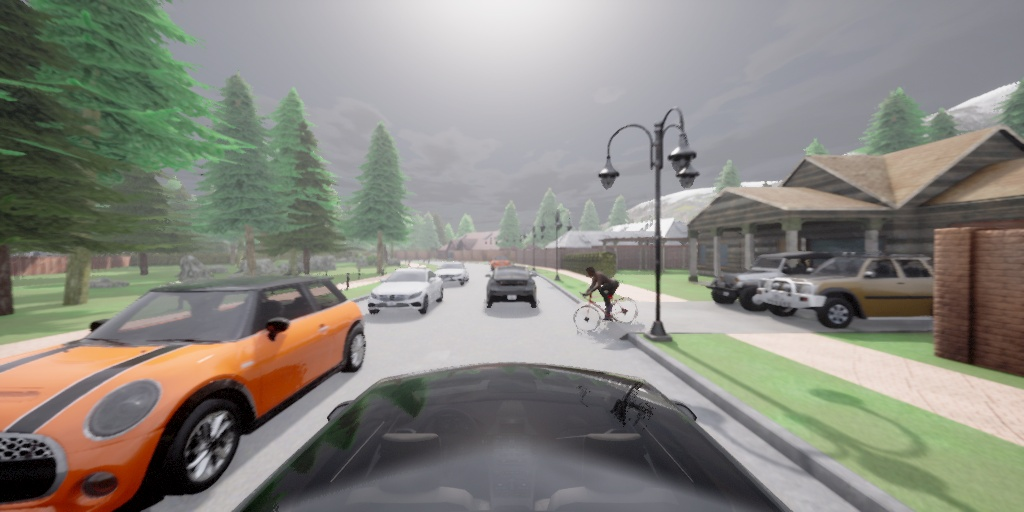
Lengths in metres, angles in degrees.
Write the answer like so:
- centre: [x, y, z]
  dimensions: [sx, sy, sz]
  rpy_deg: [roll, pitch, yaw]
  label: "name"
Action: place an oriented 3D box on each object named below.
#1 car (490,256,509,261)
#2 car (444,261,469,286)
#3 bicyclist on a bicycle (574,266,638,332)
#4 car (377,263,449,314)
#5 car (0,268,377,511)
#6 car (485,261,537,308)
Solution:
- centre: [-1.320, 0.763, 39.624]
  dimensions: [2.097, 1.767, 4.553]
  rpy_deg: [0, 0, -7]
  label: "car"
- centre: [-3.892, 1.091, 23.635]
  dimensions: [1.812, 1.442, 4.674]
  rpy_deg: [0, 1, -1]
  label: "car"
- centre: [2.264, 1.033, 9.024]
  dimensions: [1.656, 1.620, 0.582]
  rpy_deg: [-12, 1, -1]
  label: "bicyclist on a bicycle"
- centre: [-3.736, 1.183, 13.392]
  dimensions: [1.812, 1.442, 4.674]
  rpy_deg: [0, 1, -1]
  label: "car"
- centre: [-3.619, 1.089, 4.467]
  dimensions: [2.097, 1.767, 4.553]
  rpy_deg: [0, 1, -1]
  label: "car"
- centre: [-0.033, 1.138, 14.614]
  dimensions: [1.837, 1.490, 4.892]
  rpy_deg: [0, 1, -1]
  label: "car"
